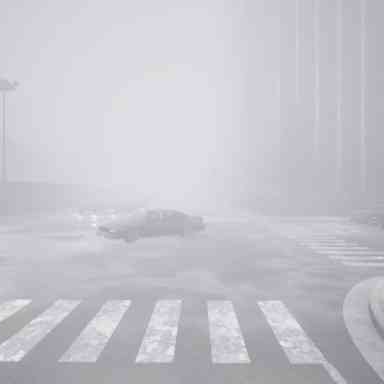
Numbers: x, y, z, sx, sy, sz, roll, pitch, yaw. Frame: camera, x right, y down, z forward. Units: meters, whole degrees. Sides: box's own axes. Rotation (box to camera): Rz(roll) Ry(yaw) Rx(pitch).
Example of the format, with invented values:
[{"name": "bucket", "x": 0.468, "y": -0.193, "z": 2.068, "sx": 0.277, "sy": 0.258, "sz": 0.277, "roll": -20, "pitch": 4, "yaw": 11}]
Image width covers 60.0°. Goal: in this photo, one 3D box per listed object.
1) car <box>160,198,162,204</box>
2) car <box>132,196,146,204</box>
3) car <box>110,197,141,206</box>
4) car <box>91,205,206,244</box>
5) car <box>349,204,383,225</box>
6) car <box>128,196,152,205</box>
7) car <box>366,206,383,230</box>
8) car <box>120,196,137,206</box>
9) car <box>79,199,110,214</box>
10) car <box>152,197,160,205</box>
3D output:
[{"name": "car", "x": -6.763, "y": 1.552, "z": 63.471, "sx": 1.994, "sy": 1.385, "sz": 4.181, "roll": 0, "pitch": 0, "yaw": 0}, {"name": "car", "x": -10.258, "y": 1.513, "z": 64.734, "sx": 1.812, "sy": 1.442, "sz": 4.674, "roll": 0, "pitch": 0, "yaw": 0}, {"name": "car", "x": -6.964, "y": 1.519, "z": 35.244, "sx": 1.812, "sy": 1.442, "sz": 4.674, "roll": 0, "pitch": 0, "yaw": 0}, {"name": "car", "x": -1.828, "y": 1.550, "z": 16.199, "sx": 5.357, "sy": 1.411, "sz": 2.033, "roll": 0, "pitch": 0, "yaw": -37}, {"name": "car", "x": 13.347, "y": 1.556, "z": 22.723, "sx": 4.892, "sy": 1.490, "sz": 1.837, "roll": 0, "pitch": 0, "yaw": 0}, {"name": "car", "x": -6.924, "y": 1.517, "z": 44.224, "sx": 1.812, "sy": 1.442, "sz": 4.674, "roll": 0, "pitch": 0, "yaw": 0}, {"name": "car", "x": 13.077, "y": 1.652, "z": 19.222, "sx": 4.718, "sy": 1.301, "sz": 1.895, "roll": 0, "pitch": 0, "yaw": 0}, {"name": "car", "x": -10.345, "y": 1.467, "z": 54.688, "sx": 1.882, "sy": 1.535, "sz": 5.008, "roll": 0, "pitch": 0, "yaw": 1}, {"name": "car", "x": -10.464, "y": 1.519, "z": 35.255, "sx": 1.812, "sy": 1.442, "sz": 4.674, "roll": 0, "pitch": 0, "yaw": 0}, {"name": "car", "x": -6.860, "y": 1.481, "z": 53.752, "sx": 2.128, "sy": 1.511, "sz": 4.902, "roll": 0, "pitch": 0, "yaw": 1}]
